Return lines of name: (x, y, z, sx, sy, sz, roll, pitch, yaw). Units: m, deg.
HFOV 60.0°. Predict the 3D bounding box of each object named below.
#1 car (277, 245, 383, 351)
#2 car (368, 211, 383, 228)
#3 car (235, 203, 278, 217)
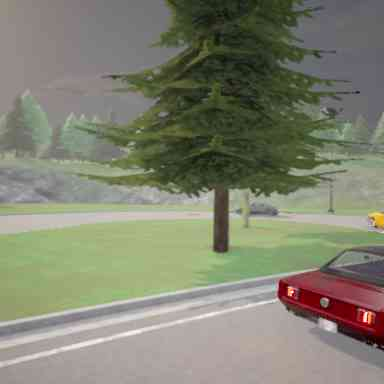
car: (3.850, 1.649, 5.926, 4.718, 1.301, 1.895, 1, 0, -31)
car: (13.064, 1.648, 20.619, 1.882, 1.535, 5.008, 1, 0, -6)
car: (6.391, 1.694, 32.999, 4.181, 1.385, 1.994, 1, 0, 19)
